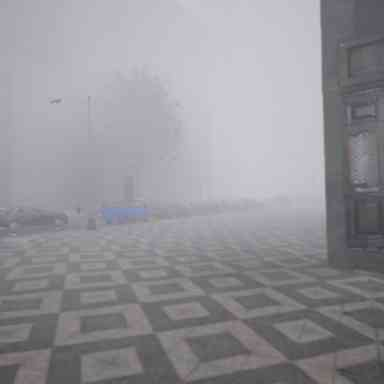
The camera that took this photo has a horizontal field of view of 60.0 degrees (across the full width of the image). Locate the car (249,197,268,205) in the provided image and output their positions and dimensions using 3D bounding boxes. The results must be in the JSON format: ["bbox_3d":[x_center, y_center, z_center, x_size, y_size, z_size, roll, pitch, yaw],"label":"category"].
[{"bbox_3d":[12.660,1.669,63.329,1.752,1.417,4.829,-2,-1,35],"label":"car"}]

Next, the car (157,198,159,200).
[{"bbox_3d":[-5.605,1.536,37.586,2.192,1.841,5.009,-2,-1,35],"label":"car"}]

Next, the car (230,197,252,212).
[{"bbox_3d":[4.688,1.564,37.358,1.802,1.307,4.206,-2,-1,35],"label":"car"}]

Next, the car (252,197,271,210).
[{"bbox_3d":[7.819,1.519,41.773,2.008,1.369,4.403,-2,-1,35],"label":"car"}]

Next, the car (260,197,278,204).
[{"bbox_3d":[15.818,1.682,67.781,2.008,1.369,4.403,-2,-1,35],"label":"car"}]

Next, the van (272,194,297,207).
[{"bbox_3d":[14.078,1.283,50.606,1.690,1.788,3.998,-2,-1,35],"label":"van"}]

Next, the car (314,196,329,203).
[{"bbox_3d":[26.610,1.460,68.265,1.947,1.339,4.313,-2,-1,35],"label":"car"}]

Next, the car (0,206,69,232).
[{"bbox_3d":[-10.246,1.608,21.082,2.128,1.511,4.902,-2,-1,35],"label":"car"}]

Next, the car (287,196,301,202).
[{"bbox_3d":[24.679,1.645,80.274,1.887,1.381,4.507,-2,-1,35],"label":"car"}]

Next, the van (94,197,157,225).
[{"bbox_3d":[-4.711,1.368,24.114,1.690,1.788,3.998,-2,-1,35],"label":"van"}]

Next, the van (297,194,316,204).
[{"bbox_3d":[20.342,1.258,59.437,1.690,1.788,3.998,-2,-1,35],"label":"van"}]

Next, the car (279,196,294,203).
[{"bbox_3d":[21.530,1.662,75.834,2.008,1.369,4.403,-2,-1,35],"label":"car"}]

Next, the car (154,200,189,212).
[{"bbox_3d":[-2.540,1.757,41.897,2.008,1.369,4.403,-2,-1,35],"label":"car"}]

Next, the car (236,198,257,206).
[{"bbox_3d":[9.699,1.721,59.153,1.947,1.339,4.313,-2,-1,35],"label":"car"}]

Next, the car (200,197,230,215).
[{"bbox_3d":[1.556,1.541,32.942,1.887,1.381,4.507,-2,-1,35],"label":"car"}]

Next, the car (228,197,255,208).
[{"bbox_3d":[7.672,1.592,51.529,2.128,1.511,4.902,-2,-1,35],"label":"car"}]

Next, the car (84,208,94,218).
[{"bbox_3d":[-8.660,1.780,33.269,1.887,1.381,4.507,-2,-1,35],"label":"car"}]

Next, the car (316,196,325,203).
[{"bbox_3d":[23.576,1.430,63.989,1.752,1.417,4.829,-2,-1,35],"label":"car"}]

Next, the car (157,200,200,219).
[{"bbox_3d":[-1.575,1.577,28.526,1.947,1.339,4.313,-2,-1,35],"label":"car"}]

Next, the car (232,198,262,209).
[{"bbox_3d":[7.742,1.577,46.344,2.033,1.411,5.357,-2,-1,36],"label":"car"}]
